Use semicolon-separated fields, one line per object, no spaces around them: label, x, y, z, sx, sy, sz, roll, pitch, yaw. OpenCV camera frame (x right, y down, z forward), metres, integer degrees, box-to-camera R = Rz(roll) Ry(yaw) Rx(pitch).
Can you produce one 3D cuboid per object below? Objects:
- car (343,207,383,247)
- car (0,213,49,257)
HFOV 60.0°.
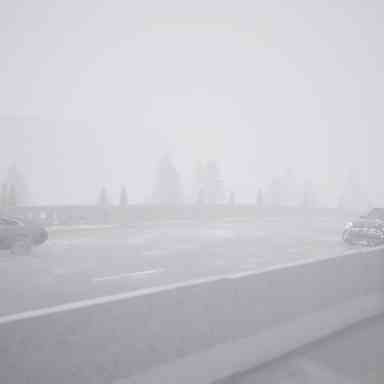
car;8.558;1.433;14.394;4.553;1.767;2.097;1;-1;-35
car;-7.576;1.493;11.486;4.902;1.511;2.128;0;0;-35
